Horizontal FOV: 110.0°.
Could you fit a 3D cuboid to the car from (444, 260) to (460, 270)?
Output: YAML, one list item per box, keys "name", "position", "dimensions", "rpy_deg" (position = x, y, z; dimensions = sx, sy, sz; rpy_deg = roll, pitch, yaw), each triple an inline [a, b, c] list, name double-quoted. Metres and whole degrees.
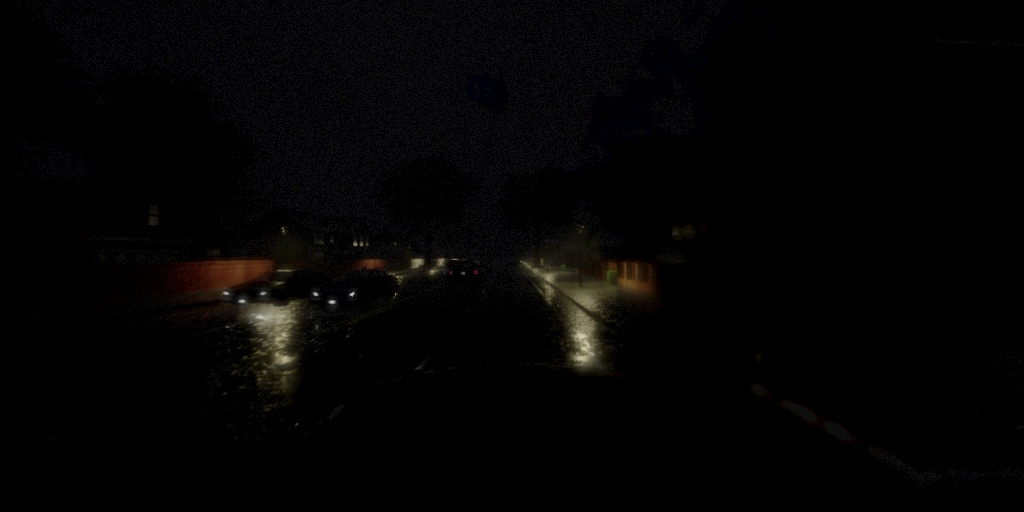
- name: "car"
  position: [-9.783, 1.386, 58.758]
  dimensions: [1.882, 1.535, 5.008]
  rpy_deg: [0, 0, 1]

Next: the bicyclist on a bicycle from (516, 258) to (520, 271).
- name: "bicyclist on a bicycle"
  position: [0.899, 1.259, 53.053]
  dimensions: [0.659, 1.776, 1.843]
  rpy_deg: [0, 0, 0]

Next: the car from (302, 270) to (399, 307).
- name: "car"
  position: [-6.600, 1.316, 15.825]
  dimensions: [2.033, 1.411, 5.357]
  rpy_deg: [0, 0, 0]

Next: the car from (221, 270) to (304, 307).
- name: "car"
  position: [-9.849, 1.317, 15.791]
  dimensions: [2.033, 1.411, 5.357]
  rpy_deg: [0, 0, 0]

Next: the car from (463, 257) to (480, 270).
- name: "car"
  position: [-6.530, 1.130, 58.684]
  dimensions: [2.150, 2.045, 5.566]
  rpy_deg: [0, 0, 1]

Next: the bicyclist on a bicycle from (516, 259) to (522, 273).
- name: "bicyclist on a bicycle"
  position: [0.899, 1.228, 44.053]
  dimensions: [0.659, 1.776, 1.843]
  rpy_deg: [0, 0, 0]

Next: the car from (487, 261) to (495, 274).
- name: "car"
  position: [-3.143, 1.347, 43.271]
  dimensions: [2.128, 1.511, 4.902]
  rpy_deg: [0, 0, 0]

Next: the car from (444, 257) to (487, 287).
- name: "car"
  position: [-3.146, 1.147, 25.336]
  dimensions: [2.097, 1.767, 4.553]
  rpy_deg: [0, 0, 0]
